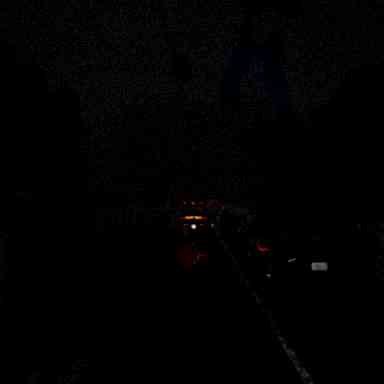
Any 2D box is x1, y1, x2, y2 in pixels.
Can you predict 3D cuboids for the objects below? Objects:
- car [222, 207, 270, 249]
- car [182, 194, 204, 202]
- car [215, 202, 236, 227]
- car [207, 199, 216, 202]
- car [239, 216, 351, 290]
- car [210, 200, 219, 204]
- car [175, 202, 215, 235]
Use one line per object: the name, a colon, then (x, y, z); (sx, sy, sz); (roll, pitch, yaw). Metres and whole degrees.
car: (2.623, 1.550, 14.327); (2.008, 1.369, 4.403); (-1, 0, 0)
car: (0.092, 1.239, 35.476); (2.150, 2.045, 5.566); (0, 0, 0)
car: (2.621, 1.547, 19.733); (1.887, 1.381, 4.507); (-1, 0, 0)
car: (2.616, 1.569, 41.359); (1.887, 1.381, 4.507); (-1, 0, 0)
car: (2.624, 1.564, 8.920); (1.947, 1.339, 4.313); (-1, 0, 0)
car: (2.620, 1.557, 25.139); (2.008, 1.369, 4.403); (-1, 0, 0)
car: (0.095, 1.503, 18.979); (1.837, 1.490, 4.892); (0, -1, 0)
